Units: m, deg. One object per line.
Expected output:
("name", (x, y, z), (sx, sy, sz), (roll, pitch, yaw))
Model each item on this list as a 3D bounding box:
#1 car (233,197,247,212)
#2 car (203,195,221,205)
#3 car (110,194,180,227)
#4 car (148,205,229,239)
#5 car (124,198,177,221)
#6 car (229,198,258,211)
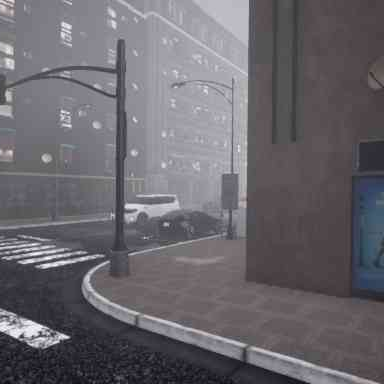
("car", (5.678, 1.292, 35.269), (2.097, 1.767, 4.553), (1, 1, 35))
("car", (3.141, 1.223, 35.954), (2.192, 1.841, 5.009), (1, 1, 35))
("car", (-3.005, 1.181, 22.892), (2.150, 2.045, 5.566), (1, 0, 34))
("car", (-0.041, 1.599, 17.708), (1.947, 1.339, 4.313), (1, 1, 35))
("car", (-3.280, 1.362, 26.807), (1.967, 1.590, 4.097), (1, 1, 35))
("car", (6.348, 1.483, 40.530), (1.802, 1.307, 4.206), (1, 1, 35))
